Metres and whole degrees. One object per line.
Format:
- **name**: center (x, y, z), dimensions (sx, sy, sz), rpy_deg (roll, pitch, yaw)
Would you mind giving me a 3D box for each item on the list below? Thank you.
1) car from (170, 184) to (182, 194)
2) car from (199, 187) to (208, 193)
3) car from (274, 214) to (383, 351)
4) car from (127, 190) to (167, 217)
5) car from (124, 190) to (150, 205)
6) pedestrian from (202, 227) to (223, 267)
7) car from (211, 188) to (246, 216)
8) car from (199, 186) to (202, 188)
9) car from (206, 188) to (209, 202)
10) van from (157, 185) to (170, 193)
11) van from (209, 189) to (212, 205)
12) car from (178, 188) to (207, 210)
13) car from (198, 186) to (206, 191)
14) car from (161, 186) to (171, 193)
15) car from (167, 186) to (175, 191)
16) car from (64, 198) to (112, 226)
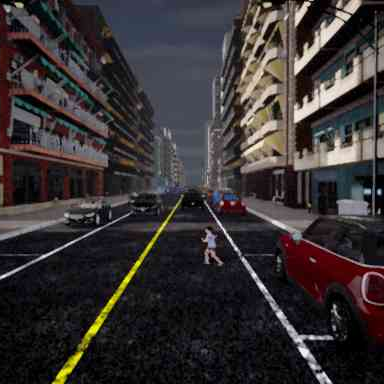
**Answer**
- **car**: center (-2.985, -0.509, 64.995), dimensions (1.882, 1.535, 5.008), rpy_deg (0, 2, 0)
- **car**: center (2.715, -0.599, 79.267), dimensions (1.802, 1.307, 4.206), rpy_deg (0, 2, 0)
- **car**: center (3.001, 1.178, 6.083), dimensions (2.097, 1.767, 4.553), rpy_deg (0, 2, 0)
- **car**: center (-3.094, 0.854, 23.352), dimensions (1.837, 1.490, 4.892), rpy_deg (0, 2, 0)
- **car**: center (-5.675, 0.576, 35.110), dimensions (2.008, 1.369, 4.403), rpy_deg (1, 2, 0)
- **pedestrian**: center (0.529, 1.422, 8.904), dimensions (0.500, 1.100, 0.500), rpy_deg (1, 1, 0)
- **car**: center (2.704, 0.770, 24.048), dimensions (1.967, 1.590, 4.097), rpy_deg (1, 2, 0)
- **car**: center (0.092, 0.218, 46.477), dimensions (1.837, 1.490, 4.892), rpy_deg (0, 2, 0)
- **car**: center (2.706, 0.570, 35.094), dimensions (1.887, 1.381, 4.507), rpy_deg (0, 2, 0)
- **van**: center (-5.667, -0.390, 62.710), dimensions (1.690, 1.788, 3.998), rpy_deg (1, 2, 0)
- **van**: center (2.706, 0.518, 29.567), dimensions (1.690, 1.788, 3.998), rpy_deg (1, 2, 0)
- **car**: center (0.074, 0.684, 28.526), dimensions (1.882, 1.535, 5.008), rpy_deg (0, 2, 0)
- **car**: center (2.718, -0.935, 90.308), dimensions (1.887, 1.381, 4.507), rpy_deg (0, 2, 0)
- **car**: center (-5.666, -0.502, 73.588), dimensions (1.752, 1.417, 4.829), rpy_deg (0, 2, 0)
- **car**: center (-5.663, -0.914, 90.323), dimensions (1.947, 1.339, 4.313), rpy_deg (0, 2, 0)
- **car**: center (-5.679, 1.032, 18.545), dimensions (2.008, 1.369, 4.403), rpy_deg (1, 2, 0)
